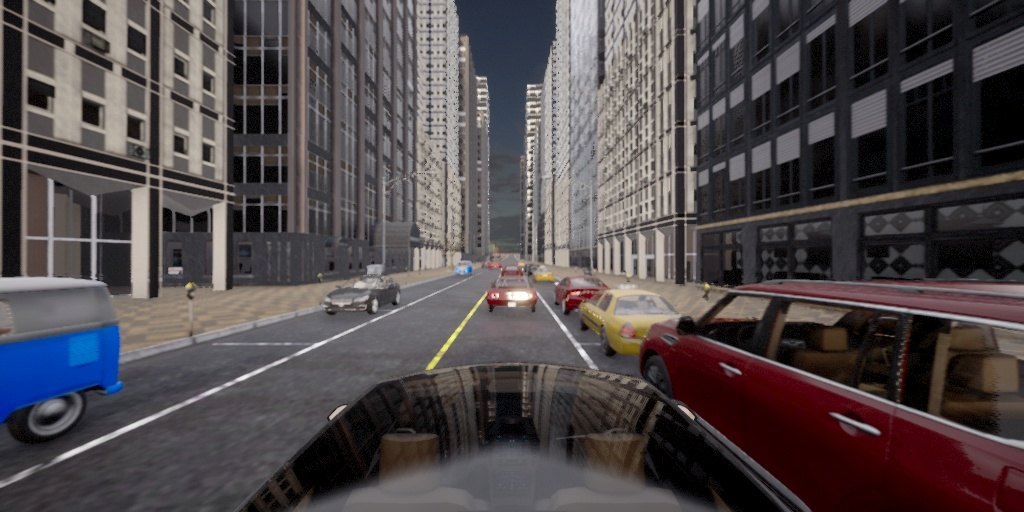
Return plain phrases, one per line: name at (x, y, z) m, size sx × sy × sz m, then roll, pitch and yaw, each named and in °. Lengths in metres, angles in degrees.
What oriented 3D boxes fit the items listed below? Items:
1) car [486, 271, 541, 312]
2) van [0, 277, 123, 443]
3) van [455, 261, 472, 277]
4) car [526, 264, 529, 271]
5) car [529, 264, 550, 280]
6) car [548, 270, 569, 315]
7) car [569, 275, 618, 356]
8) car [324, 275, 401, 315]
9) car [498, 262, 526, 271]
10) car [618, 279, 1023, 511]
car at (0.015, 1.485, 15.091) m, size 1.895 × 1.301 × 4.718 m, roll 0°, pitch -1°, yaw 0°
van at (-5.691, 1.102, 2.747) m, size 1.690 × 1.789 × 3.998 m, roll 0°, pitch 0°, yaw 0°
van at (-5.688, 1.488, 42.633) m, size 1.690 × 1.789 × 3.998 m, roll 0°, pitch 0°, yaw 0°
car at (2.693, 1.713, 42.628) m, size 1.948 × 1.339 × 4.313 m, roll 0°, pitch 0°, yaw 0°
car at (2.692, 1.566, 31.402) m, size 1.751 × 1.417 × 4.829 m, roll 0°, pitch 0°, yaw 0°
car at (2.690, 1.420, 14.137) m, size 1.888 × 1.381 × 4.507 m, roll 0°, pitch 0°, yaw 0°
car at (2.690, 1.343, 8.609) m, size 1.751 × 1.417 × 4.829 m, roll 0°, pitch 0°, yaw 0°
car at (-5.690, 1.426, 14.140) m, size 2.007 × 1.370 × 4.403 m, roll 0°, pitch 0°, yaw 0°
car at (0.025, 1.517, 31.105) m, size 1.882 × 1.535 × 5.008 m, roll 0°, pitch 0°, yaw 0°
car at (2.690, 1.075, 2.741) m, size 2.192 × 1.841 × 5.009 m, roll 0°, pitch 0°, yaw 0°
